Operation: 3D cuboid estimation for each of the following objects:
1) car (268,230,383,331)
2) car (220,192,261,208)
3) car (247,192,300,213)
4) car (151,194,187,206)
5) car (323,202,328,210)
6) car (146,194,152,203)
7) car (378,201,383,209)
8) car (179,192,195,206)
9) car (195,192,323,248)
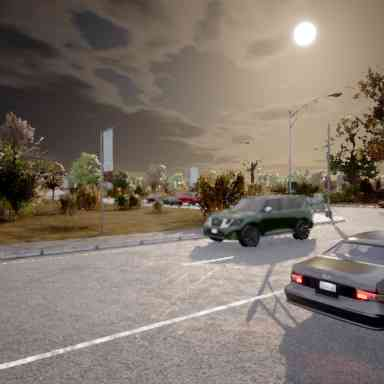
[{"bbox_3d":[4.176,1.528,6.746,5.357,1.411,2.033,0,0,-36],"label":"car"},{"bbox_3d":[6.426,1.038,44.661,2.150,2.045,5.566,-1,0,-39],"label":"car"},{"bbox_3d":[8.750,1.059,36.252,2.150,2.045,5.566,-1,0,-37],"label":"car"},{"bbox_3d":[-3.605,1.393,51.519,2.033,1.411,5.357,-1,0,-39],"label":"car"},{"bbox_3d":[12.629,1.304,36.986,2.128,1.511,4.902,-1,0,-39],"label":"car"},{"bbox_3d":[-6.413,1.176,60.632,2.097,1.767,4.553,-1,0,-38],"label":"car"},{"bbox_3d":[23.026,1.235,35.961,5.008,1.535,1.882,0,2,30],"label":"car"},{"bbox_3d":[-0.119,1.042,52.770,2.150,2.045,5.566,-1,0,-39],"label":"car"},{"bbox_3d":[3.133,1.178,14.870,5.566,2.045,2.150,0,0,-36],"label":"car"}]
